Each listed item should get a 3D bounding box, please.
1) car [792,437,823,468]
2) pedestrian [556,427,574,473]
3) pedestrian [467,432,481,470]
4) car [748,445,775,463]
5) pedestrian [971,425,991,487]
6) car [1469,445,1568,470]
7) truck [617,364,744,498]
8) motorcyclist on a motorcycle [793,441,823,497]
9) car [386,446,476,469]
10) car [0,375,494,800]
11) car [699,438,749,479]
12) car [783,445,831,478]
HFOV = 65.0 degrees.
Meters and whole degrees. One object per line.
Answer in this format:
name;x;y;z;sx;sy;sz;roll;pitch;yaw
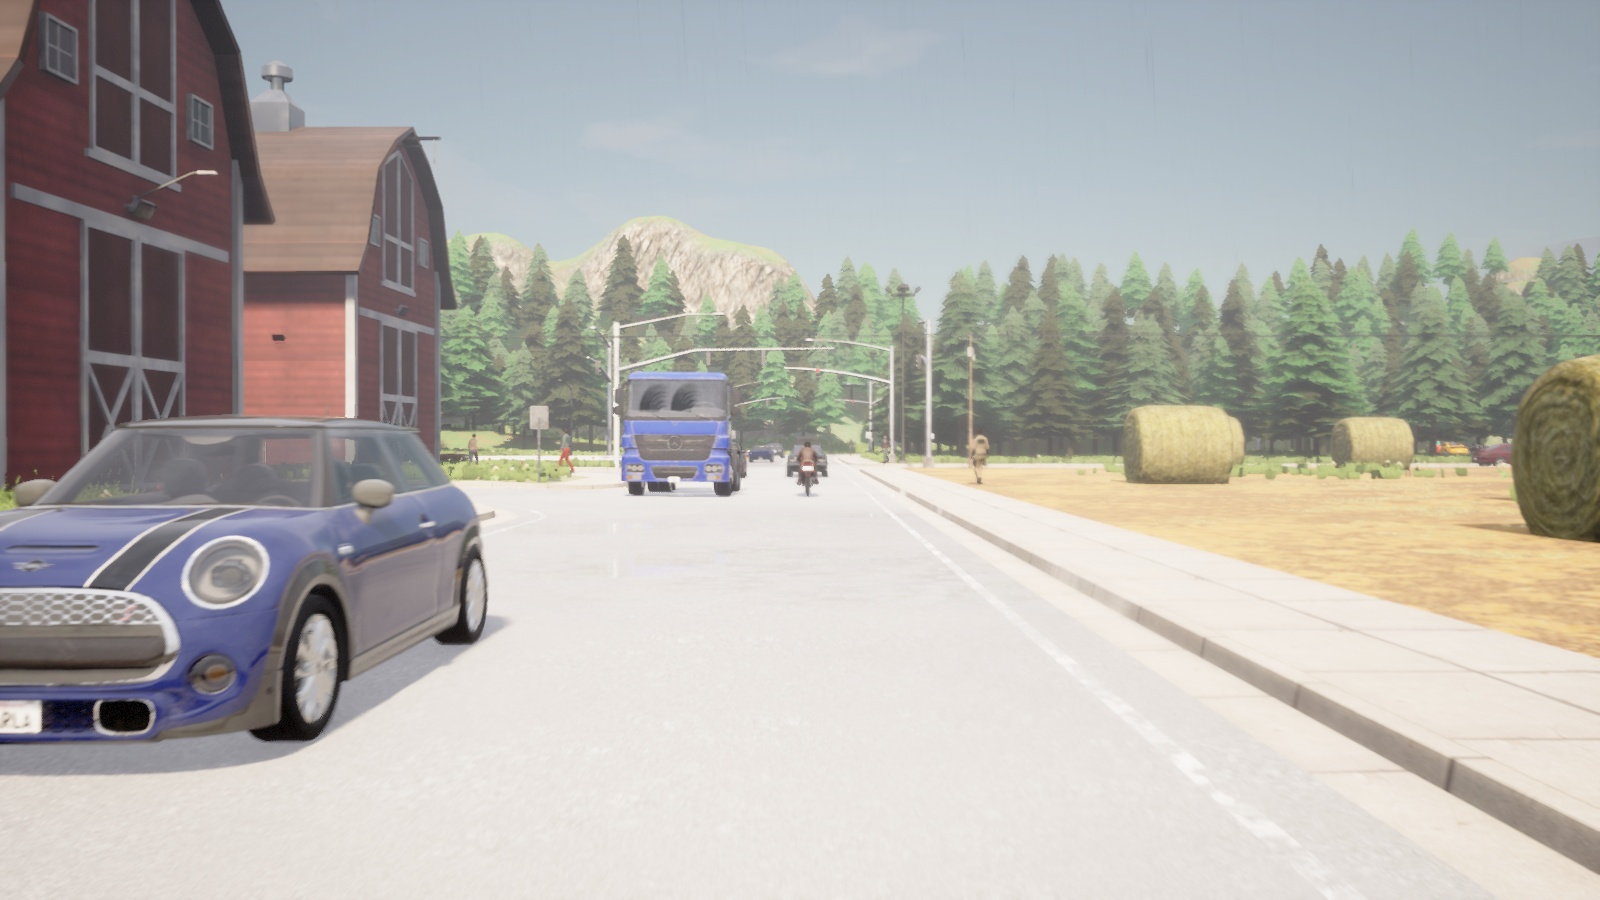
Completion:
car;0.459;0.121;78.017;1.905;1.878;3.866;0;0;0
pedestrian;-9.607;-0.008;51.372;0.614;1.847;0.353;0;0;10
pedestrian;-15.416;0.046;59.396;0.328;1.805;0.869;0;0;11
car;-2.938;0.306;96.157;1.895;1.301;4.718;0;0;0
pedestrian;5.707;0.178;39.620;0.396;1.930;0.692;0;0;-11
car;41.530;0.425;72.694;4.674;1.442;1.812;0;0;1
truck;-3.273;-0.472;36.595;2.891;3.462;7.936;0;0;0
motorcyclist on a motorcycle;0.216;0.525;34.979;0.797;1.523;2.044;0;0;0
car;-21.768;0.441;74.200;4.718;1.301;1.895;0;0;1
car;-3.442;0.560;7.511;2.097;1.767;4.553;0;0;0
car;-3.181;0.335;53.110;1.851;1.617;3.988;0;1;0
car;0.336;0.477;56.016;2.033;1.411;5.357;0;0;0
